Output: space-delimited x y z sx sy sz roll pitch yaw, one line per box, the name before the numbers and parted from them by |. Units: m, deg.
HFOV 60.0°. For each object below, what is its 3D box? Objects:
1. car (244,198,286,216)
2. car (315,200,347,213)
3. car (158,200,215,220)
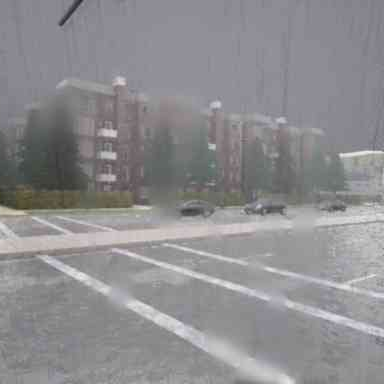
car | 7.200 1.359 32.540 4.553 1.767 2.097 1 0 -39
car | 16.828 1.682 40.225 4.902 1.511 2.128 1 1 -38
car | -0.371 1.352 26.492 4.902 1.511 2.128 1 0 -39
